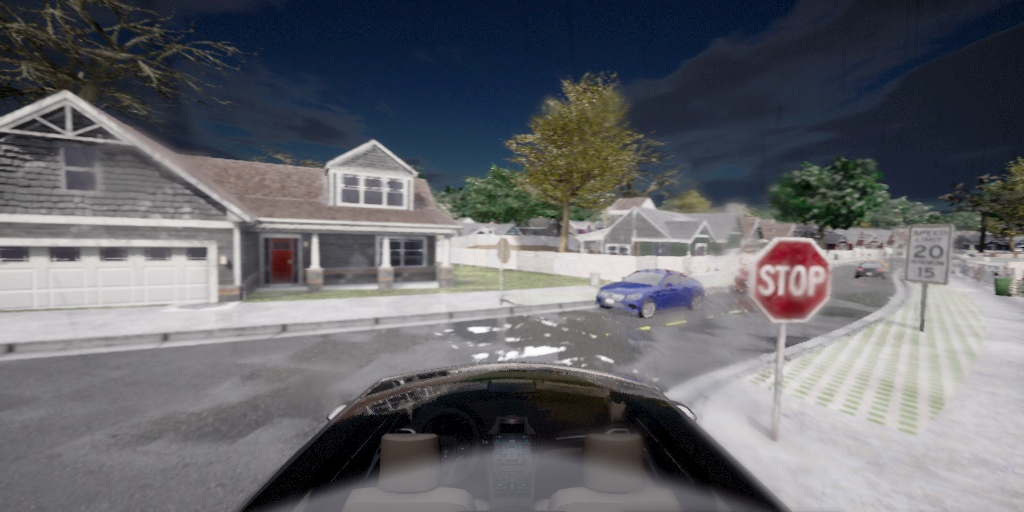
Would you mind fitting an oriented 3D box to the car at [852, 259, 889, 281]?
[{"bbox_3d":[30.391,1.248,30.371,4.674,1.442,1.812,-1,4,-44],"label":"car"}]

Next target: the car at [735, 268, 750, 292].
[{"bbox_3d":[13.706,1.157,19.155,5.008,1.535,1.882,0,4,-39],"label":"car"}]

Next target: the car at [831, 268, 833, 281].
[{"bbox_3d":[22.940,1.117,27.176,4.902,1.511,2.128,-1,4,-43],"label":"car"}]

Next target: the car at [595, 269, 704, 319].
[{"bbox_3d":[5.018,1.192,12.715,4.674,1.442,1.812,0,3,-35],"label":"car"}]
